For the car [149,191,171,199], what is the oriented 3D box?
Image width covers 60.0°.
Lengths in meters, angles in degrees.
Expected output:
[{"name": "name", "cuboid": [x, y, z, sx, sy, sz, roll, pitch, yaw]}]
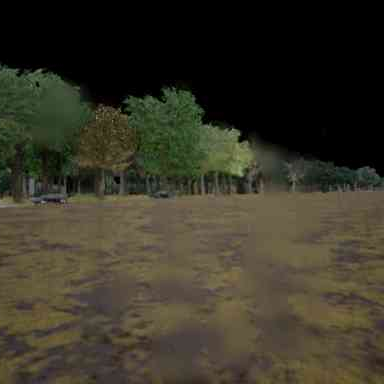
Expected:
[{"name": "car", "cuboid": [-6.160, 0.572, 64.682, 1.882, 1.535, 5.008, -2, -1, 36]}]

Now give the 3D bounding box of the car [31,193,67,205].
[{"name": "car", "cuboid": [-19.677, 0.943, 45.965, 1.837, 1.490, 4.892, -2, 0, 36]}]
